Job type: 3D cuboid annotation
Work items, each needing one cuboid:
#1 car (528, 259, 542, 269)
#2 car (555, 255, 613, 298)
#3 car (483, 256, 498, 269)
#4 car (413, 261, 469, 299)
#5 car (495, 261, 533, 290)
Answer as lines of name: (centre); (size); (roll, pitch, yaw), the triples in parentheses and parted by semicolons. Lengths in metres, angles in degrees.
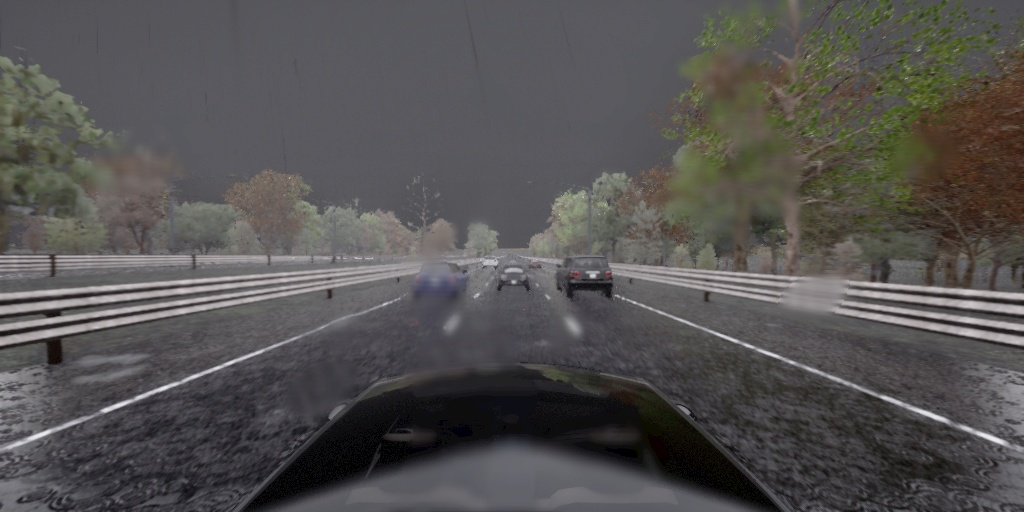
car: (3.597, 1.270, 57.825); (1.812, 1.442, 4.674); (0, 0, 0)
car: (3.598, 0.972, 18.636); (2.150, 2.045, 5.566); (0, 0, 0)
car: (-3.404, 0.968, 57.364); (2.150, 2.045, 5.566); (0, 0, 0)
car: (-3.405, 1.100, 18.045); (2.097, 1.767, 4.553); (0, 0, 0)
car: (0.099, 1.274, 22.230); (1.812, 1.442, 4.674); (0, 0, 0)
